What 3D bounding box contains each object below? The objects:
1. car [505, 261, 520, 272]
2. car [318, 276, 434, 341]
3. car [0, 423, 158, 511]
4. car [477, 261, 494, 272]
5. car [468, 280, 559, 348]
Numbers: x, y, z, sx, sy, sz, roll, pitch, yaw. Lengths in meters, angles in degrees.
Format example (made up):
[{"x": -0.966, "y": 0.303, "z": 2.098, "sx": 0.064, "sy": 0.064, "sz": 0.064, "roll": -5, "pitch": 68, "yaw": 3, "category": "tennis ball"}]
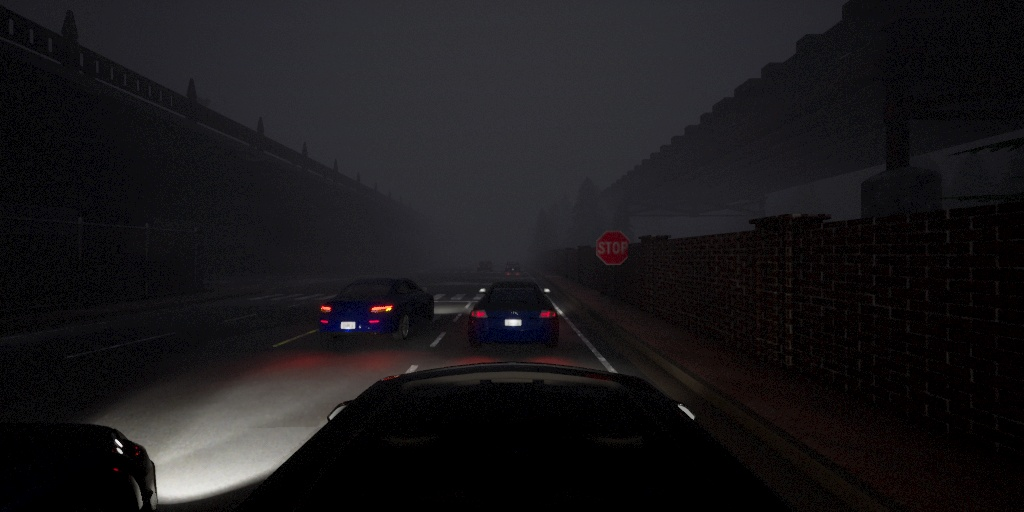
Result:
[{"x": 0.082, "y": 1.351, "z": 46.056, "sx": 1.895, "sy": 1.301, "sz": 4.718, "roll": 0, "pitch": 0, "yaw": -1, "category": "car"}, {"x": -3.416, "y": 1.276, "z": 9.759, "sx": 1.812, "sy": 1.442, "sz": 4.674, "roll": 0, "pitch": 0, "yaw": 0, "category": "car"}, {"x": -3.398, "y": 1.314, "z": 0.663, "sx": 1.994, "sy": 1.385, "sz": 4.181, "roll": 0, "pitch": 0, "yaw": 0, "category": "car"}, {"x": -3.413, "y": 1.297, "z": 45.889, "sx": 2.033, "sy": 1.411, "sz": 5.357, "roll": 0, "pitch": 0, "yaw": -1, "category": "car"}, {"x": 0.066, "y": 1.314, "z": 9.238, "sx": 1.994, "sy": 1.385, "sz": 4.181, "roll": 0, "pitch": 0, "yaw": 1, "category": "car"}]
